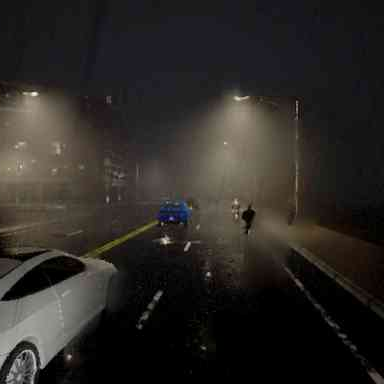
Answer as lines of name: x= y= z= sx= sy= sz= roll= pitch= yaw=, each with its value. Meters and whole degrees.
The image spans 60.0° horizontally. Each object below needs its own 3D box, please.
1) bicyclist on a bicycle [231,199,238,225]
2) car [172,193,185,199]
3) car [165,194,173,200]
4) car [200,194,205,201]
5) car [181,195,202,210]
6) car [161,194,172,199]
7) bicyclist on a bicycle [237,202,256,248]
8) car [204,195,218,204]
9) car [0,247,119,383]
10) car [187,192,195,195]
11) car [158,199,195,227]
bicyclist on a bicycle: x=2.996 y=1.350 z=22.705 sx=0.659 sy=1.776 sz=1.843 roll=0 pitch=0 yaw=4
car: x=-2.831 y=1.458 z=76.965 sx=2.033 sy=1.411 sz=5.357 roll=0 pitch=0 yaw=0
car: x=-6.441 y=1.316 z=93.089 sx=1.882 sy=1.535 sz=5.008 roll=0 pitch=0 yaw=-2
car: x=3.621 y=1.498 z=80.541 sx=1.895 sy=1.301 sz=4.718 roll=0 pitch=0 yaw=-1
car: x=-0.055 y=1.489 z=41.067 sx=1.812 sy=1.442 sz=4.674 roll=0 pitch=0 yaw=2
car: x=-6.079 y=1.519 z=76.812 sx=1.895 sy=1.301 sz=4.718 roll=0 pitch=0 yaw=0
bicyclist on a bicycle: x=2.326 y=1.359 z=13.655 sx=0.659 sy=1.776 sz=1.843 roll=0 pitch=0 yaw=5
car: x=3.735 y=1.437 z=61.638 sx=1.837 sy=1.490 sz=4.892 roll=0 pitch=0 yaw=1
car: x=-2.514 y=1.524 z=4.774 sx=1.812 sy=1.442 sz=4.674 roll=0 pitch=0 yaw=5
car: x=0.110 y=1.438 z=91.633 sx=1.994 sy=1.385 sz=4.181 roll=0 pitch=0 yaw=-2
car: x=-1.064 y=1.460 z=22.639 sx=1.882 sy=1.535 sz=5.008 roll=0 pitch=0 yaw=4
